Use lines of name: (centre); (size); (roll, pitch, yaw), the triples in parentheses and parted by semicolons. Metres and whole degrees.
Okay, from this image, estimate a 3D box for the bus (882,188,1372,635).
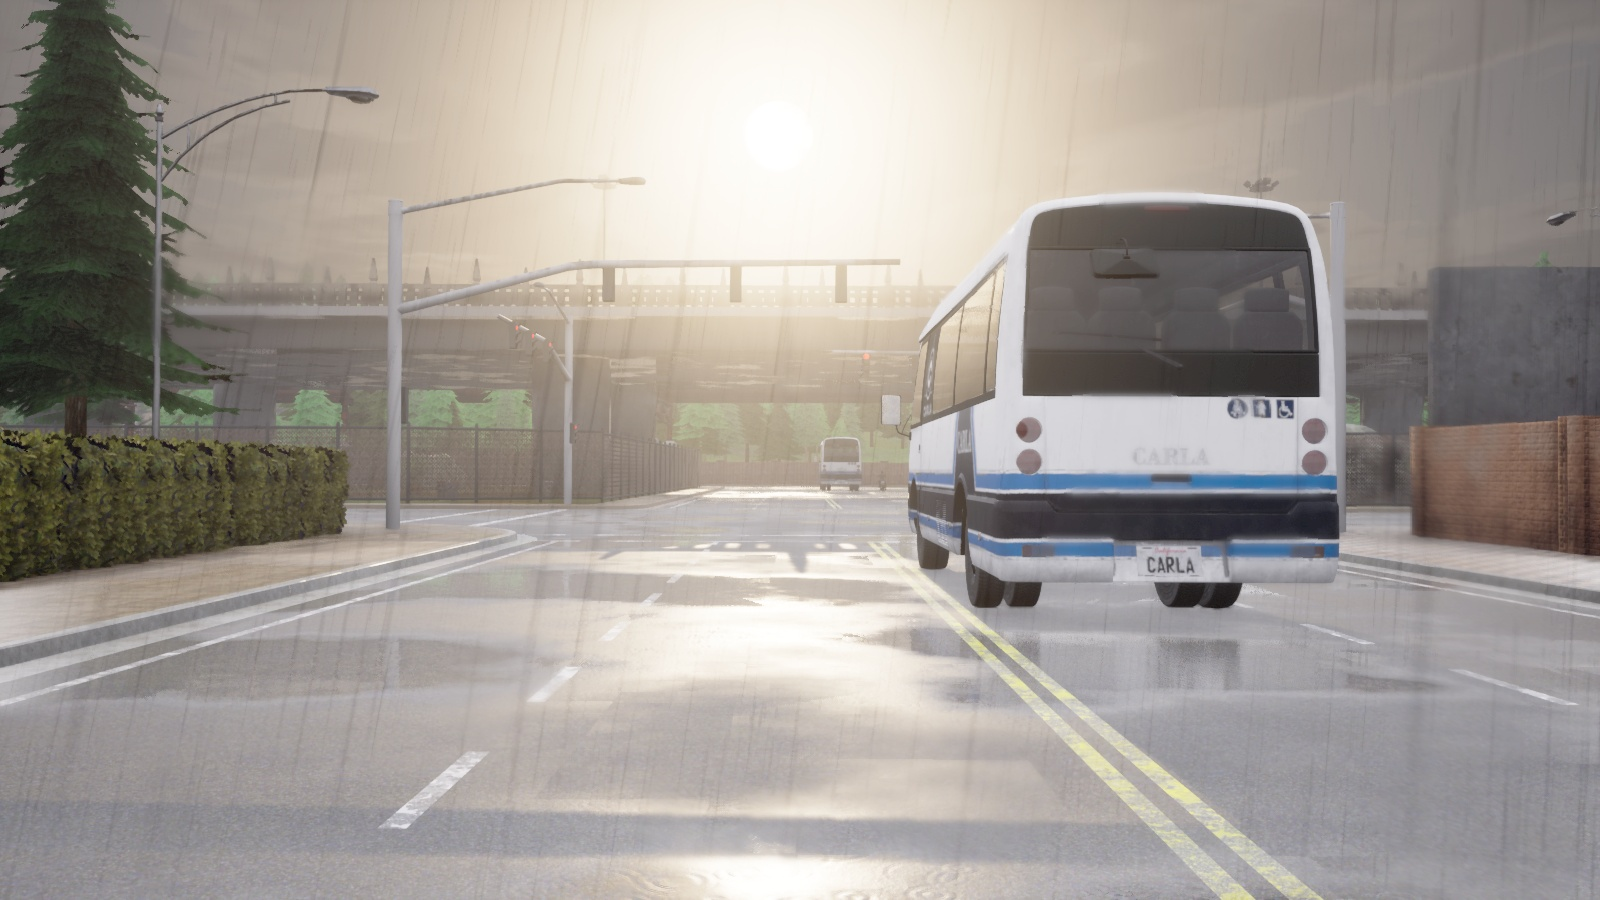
bus: (3.450, -0.289, 17.125); (3.944, 4.253, 10.273); (0, -1, 0)
